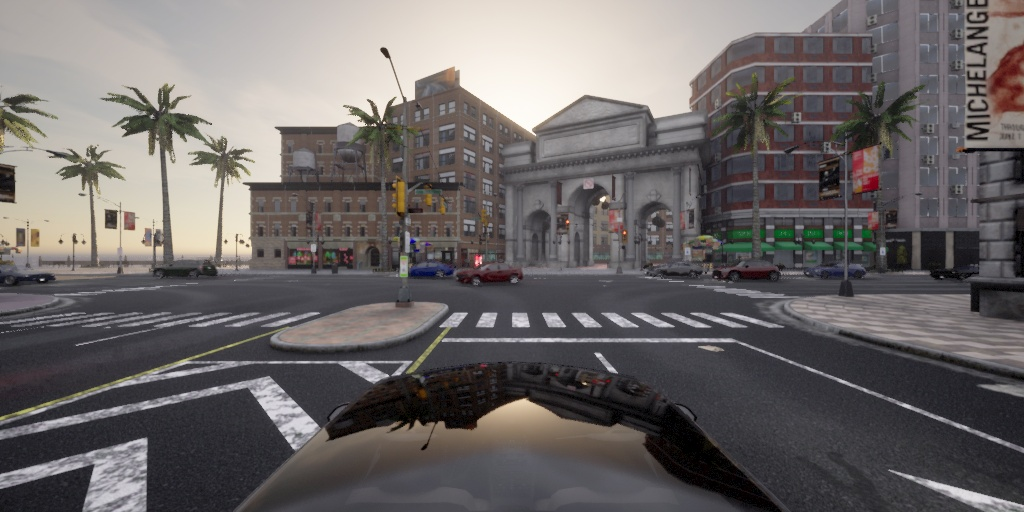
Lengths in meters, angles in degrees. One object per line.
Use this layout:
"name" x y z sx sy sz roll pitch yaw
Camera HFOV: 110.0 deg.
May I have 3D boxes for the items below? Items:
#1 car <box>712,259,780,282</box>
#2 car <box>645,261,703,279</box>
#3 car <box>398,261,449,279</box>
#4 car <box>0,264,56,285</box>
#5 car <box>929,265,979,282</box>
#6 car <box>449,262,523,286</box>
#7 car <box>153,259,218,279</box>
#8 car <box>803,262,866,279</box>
"car" 18.563 1.098 28.600 4.553 1.767 2.097 0 0 1
"car" 14.456 1.237 32.135 4.902 1.511 2.128 0 0 0
"car" -7.695 1.223 32.307 5.008 1.535 1.882 0 0 0
"car" -35.827 1.294 25.325 5.357 1.411 2.033 0 0 0
"car" 36.318 1.347 28.388 4.718 1.301 1.895 0 0 2
"car" -1.556 1.224 25.116 5.008 1.535 1.882 0 -1 -34
"car" -29.533 1.097 32.471 4.553 1.767 2.097 0 0 0
"car" 28.768 1.271 32.002 4.674 1.442 1.812 0 0 1
